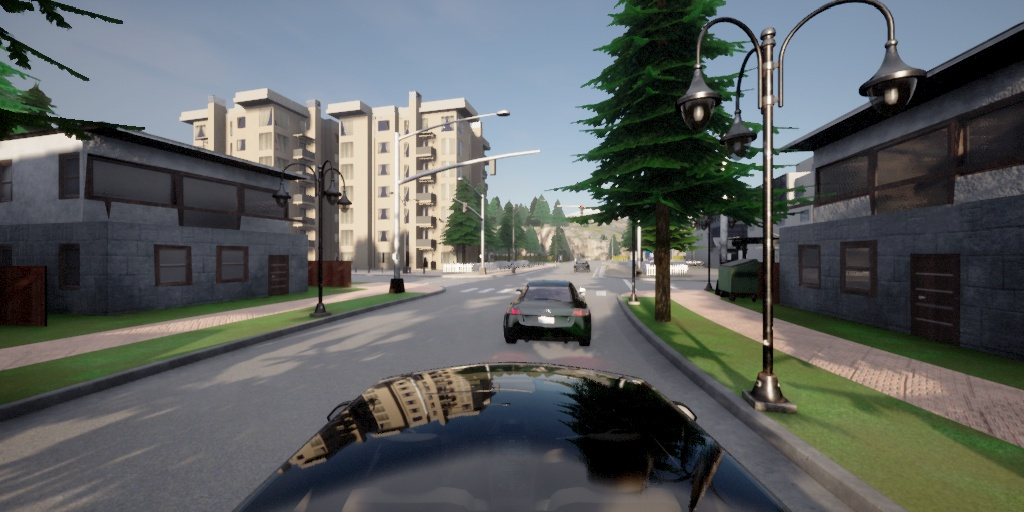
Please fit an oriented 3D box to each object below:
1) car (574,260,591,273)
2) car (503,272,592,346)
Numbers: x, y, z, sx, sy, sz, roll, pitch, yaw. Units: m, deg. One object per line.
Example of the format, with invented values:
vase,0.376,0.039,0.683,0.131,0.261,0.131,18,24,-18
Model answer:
car,8.801,1.271,45.008,2.128,1.511,4.902,0,0,14
car,1.010,1.313,9.488,1.994,1.385,4.181,0,0,9
